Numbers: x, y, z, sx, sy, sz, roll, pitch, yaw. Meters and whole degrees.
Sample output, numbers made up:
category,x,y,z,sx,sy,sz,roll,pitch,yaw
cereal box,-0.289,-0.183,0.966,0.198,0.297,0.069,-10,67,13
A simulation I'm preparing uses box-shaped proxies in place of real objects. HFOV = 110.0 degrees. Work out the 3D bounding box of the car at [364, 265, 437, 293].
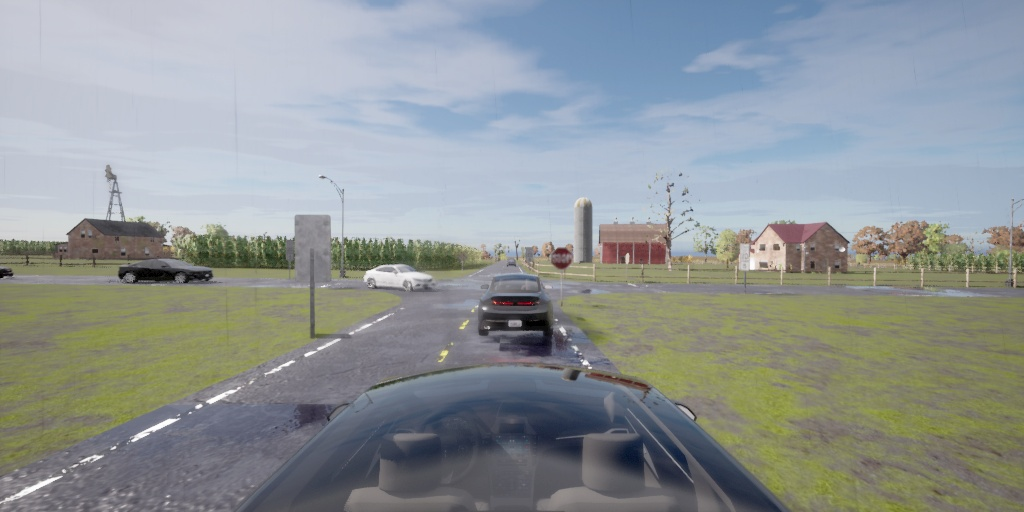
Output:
category,x,y,z,sx,sy,sz,roll,pitch,yaw
car,-6.594,1.243,20.968,4.674,1.442,1.812,1,0,28

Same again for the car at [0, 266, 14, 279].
category,x,y,z,sx,sy,sz,roll,pitch,yaw
car,-35.448,0.814,22.804,5.357,1.411,2.033,1,1,-1

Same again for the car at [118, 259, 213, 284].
category,x,y,z,sx,sy,sz,roll,pitch,yaw
car,-21.974,0.948,22.881,5.008,1.535,1.882,1,1,0

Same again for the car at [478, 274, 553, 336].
category,x,y,z,sx,sy,sz,roll,pitch,yaw
car,0.130,1.255,10.379,1.837,1.490,4.892,0,0,1
